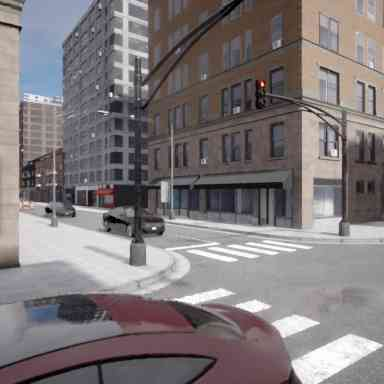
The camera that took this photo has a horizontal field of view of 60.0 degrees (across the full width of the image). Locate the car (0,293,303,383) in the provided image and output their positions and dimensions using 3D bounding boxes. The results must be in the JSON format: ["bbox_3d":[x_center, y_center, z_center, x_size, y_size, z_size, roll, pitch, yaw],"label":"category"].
[{"bbox_3d":[-1.219,1.526,2.044,4.674,1.442,1.812,0,0,-36],"label":"car"}]

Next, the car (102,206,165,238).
[{"bbox_3d":[-3.353,1.546,18.566,1.882,1.535,5.008,0,0,-36],"label":"car"}]

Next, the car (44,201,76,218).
[{"bbox_3d":[-12.248,1.613,30.773,1.882,1.535,5.008,0,0,-36],"label":"car"}]

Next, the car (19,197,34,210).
[{"bbox_3d":[-23.597,1.604,46.505,2.097,1.767,4.553,0,0,-36],"label":"car"}]
